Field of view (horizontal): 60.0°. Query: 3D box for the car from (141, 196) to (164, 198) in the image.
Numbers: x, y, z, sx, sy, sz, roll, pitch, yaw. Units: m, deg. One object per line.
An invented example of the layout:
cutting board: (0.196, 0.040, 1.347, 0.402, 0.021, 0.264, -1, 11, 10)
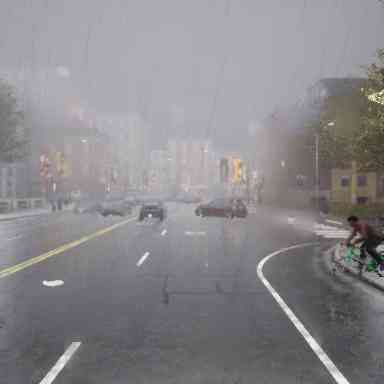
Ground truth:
car: (-6.213, 1.527, 51.170, 2.033, 1.411, 5.357, 0, 0, 5)

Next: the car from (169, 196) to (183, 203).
car: (-2.011, 1.521, 67.218, 2.033, 1.411, 5.357, 0, 0, 24)

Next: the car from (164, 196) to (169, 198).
car: (-5.534, 1.474, 67.991, 2.128, 1.511, 4.902, 0, 0, 23)

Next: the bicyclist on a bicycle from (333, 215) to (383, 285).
bicyclist on a bicycle: (4.130, 1.354, 7.994, 1.656, 1.620, 0.582, -9, 0, 1)

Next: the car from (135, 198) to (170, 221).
car: (-3.109, 1.494, 27.293, 1.837, 1.490, 4.892, 0, 0, 1)

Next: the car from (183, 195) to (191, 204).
car: (0.367, 1.539, 63.082, 1.994, 1.385, 4.181, 0, 0, 20)

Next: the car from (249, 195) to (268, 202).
car: (15.876, 1.522, 79.329, 4.181, 1.385, 1.994, 0, 0, -34)

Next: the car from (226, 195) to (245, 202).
car: (10.399, 1.447, 79.257, 5.008, 1.535, 1.882, 0, 0, -42)

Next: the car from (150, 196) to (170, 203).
car: (-6.939, 1.566, 72.451, 1.895, 1.301, 4.718, 0, 0, 30)

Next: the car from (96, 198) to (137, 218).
car: (-6.774, 1.535, 30.446, 2.033, 1.411, 5.357, 0, 0, 1)

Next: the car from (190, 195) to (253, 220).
car: (2.463, 1.341, 28.388, 4.553, 1.767, 2.097, 0, 0, 43)

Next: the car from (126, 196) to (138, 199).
car: (-9.552, 1.456, 52.125, 1.882, 1.535, 5.008, 0, 0, 6)

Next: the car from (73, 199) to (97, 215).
car: (-10.231, 1.478, 33.210, 2.128, 1.511, 4.902, 0, 0, 1)
